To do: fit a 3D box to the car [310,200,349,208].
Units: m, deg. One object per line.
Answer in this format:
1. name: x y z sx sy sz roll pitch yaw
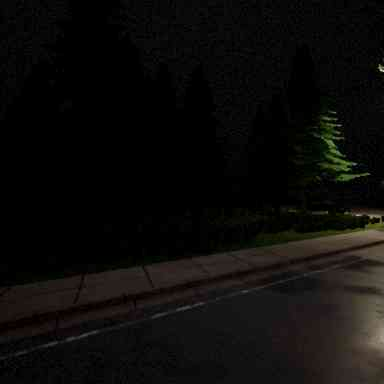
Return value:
1. car: 13.666 1.576 34.909 2.033 1.411 5.357 0 0 -38
